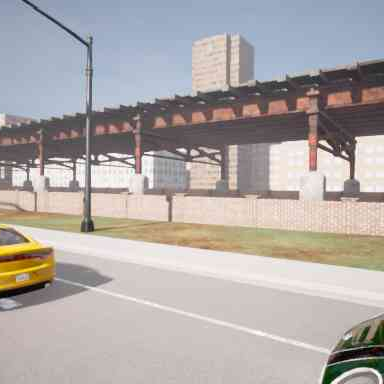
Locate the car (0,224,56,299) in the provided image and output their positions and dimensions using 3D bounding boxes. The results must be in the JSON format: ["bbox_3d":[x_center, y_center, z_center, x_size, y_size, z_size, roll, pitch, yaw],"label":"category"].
[{"bbox_3d":[-5.218,1.452,7.721,5.008,1.535,1.882,0,0,36],"label":"car"}]

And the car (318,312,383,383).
[{"bbox_3d":[3.065,1.353,1.805,4.553,1.767,2.097,0,0,36],"label":"car"}]
